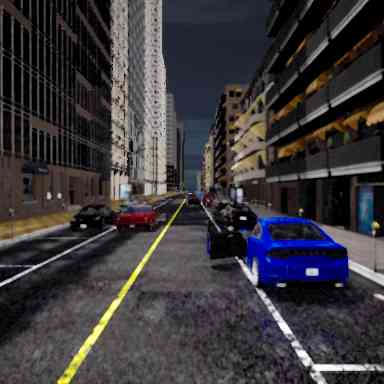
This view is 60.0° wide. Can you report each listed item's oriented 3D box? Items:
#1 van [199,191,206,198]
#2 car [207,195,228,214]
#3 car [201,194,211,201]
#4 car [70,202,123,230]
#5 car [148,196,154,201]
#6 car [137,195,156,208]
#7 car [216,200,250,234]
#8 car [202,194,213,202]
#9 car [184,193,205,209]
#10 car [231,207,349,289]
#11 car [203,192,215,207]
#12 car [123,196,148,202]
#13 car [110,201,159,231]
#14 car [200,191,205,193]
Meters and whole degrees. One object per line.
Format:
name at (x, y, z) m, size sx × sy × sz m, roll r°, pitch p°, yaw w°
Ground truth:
van at (2.717, 0.666, 87.370) m, size 1.690 × 1.788 × 3.998 m, roll 0°, pitch 0°, yaw 0°
car at (2.701, 1.298, 30.888) m, size 2.008 × 1.369 × 4.403 m, roll 0°, pitch 0°, yaw 0°
car at (2.711, 1.069, 64.779) m, size 1.802 × 1.307 × 4.206 m, roll 0°, pitch 0°, yaw 0°
car at (-5.683, 1.403, 19.594) m, size 1.947 × 1.339 × 4.313 m, roll 0°, pitch 0°, yaw 0°
car at (-5.678, 1.144, 36.539) m, size 1.967 × 1.590 × 4.097 m, roll 0°, pitch 0°, yaw 0°
car at (-5.677, 1.187, 42.017) m, size 1.752 × 1.417 × 4.829 m, roll 0°, pitch 0°, yaw 0°
car at (2.698, 1.404, 19.592) m, size 1.947 × 1.339 × 4.313 m, roll 0°, pitch 0°, yaw 0°
car at (2.709, 1.112, 59.130) m, size 1.802 × 1.307 × 4.206 m, roll 0°, pitch 0°, yaw 0°
car at (0.101, 1.171, 39.696) m, size 2.128 × 1.511 × 4.902 m, roll 0°, pitch 0°, yaw 0°
car at (2.364, 1.402, 9.005) m, size 1.882 × 1.535 × 5.008 m, roll 0°, pitch 0°, yaw 0°
car at (2.704, 1.100, 42.184) m, size 1.967 × 1.590 × 4.097 m, roll 0°, pitch 0°, yaw 0°
car at (-5.679, 1.298, 30.890) m, size 2.008 × 1.369 × 4.403 m, roll 0°, pitch 0°, yaw 0°
car at (-3.095, 1.440, 19.381) m, size 1.895 × 1.301 × 4.718 m, roll 0°, pitch 0°, yaw 0°
car at (2.708, 0.889, 53.480) m, size 2.192 × 1.841 × 5.009 m, roll 0°, pitch 0°, yaw 0°
